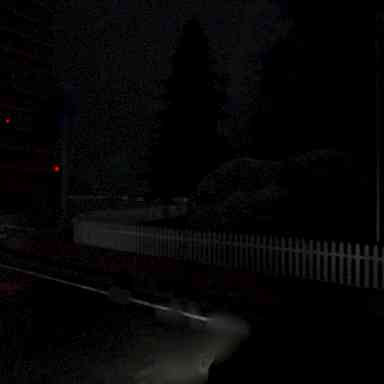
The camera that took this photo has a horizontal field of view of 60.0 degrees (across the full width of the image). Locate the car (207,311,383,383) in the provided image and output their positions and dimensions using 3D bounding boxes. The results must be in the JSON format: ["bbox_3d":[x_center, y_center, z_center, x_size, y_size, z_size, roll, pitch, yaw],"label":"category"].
[{"bbox_3d":[2.660,1.549,2.094,5.357,1.411,2.033,0,0,36],"label":"car"}]

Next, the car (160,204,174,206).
[{"bbox_3d":[-3.775,1.261,49.553,2.097,1.767,4.553,0,0,-5],"label":"car"}]

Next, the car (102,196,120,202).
[{"bbox_3d":[-17.795,1.477,73.166,4.718,1.301,1.895,0,0,44],"label":"car"}]

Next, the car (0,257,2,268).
[{"bbox_3d":[-7.347,1.535,9.298,5.357,1.411,2.033,0,0,37],"label":"car"}]
